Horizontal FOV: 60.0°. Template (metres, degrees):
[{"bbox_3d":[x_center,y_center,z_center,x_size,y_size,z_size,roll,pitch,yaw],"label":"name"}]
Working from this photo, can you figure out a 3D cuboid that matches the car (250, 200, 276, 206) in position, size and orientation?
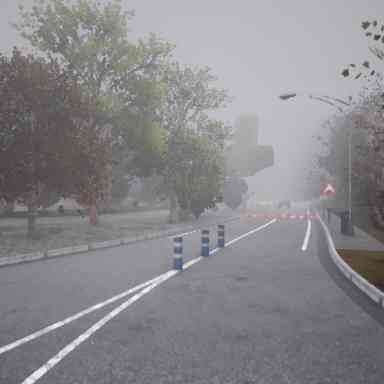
[{"bbox_3d":[19.850,3.276,93.063,5.366,1.575,1.946,0,-2,19],"label":"car"}]

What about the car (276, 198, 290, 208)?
[{"bbox_3d":[20.409,2.418,73.497,2.150,2.045,5.566,0,-1,19],"label":"car"}]
